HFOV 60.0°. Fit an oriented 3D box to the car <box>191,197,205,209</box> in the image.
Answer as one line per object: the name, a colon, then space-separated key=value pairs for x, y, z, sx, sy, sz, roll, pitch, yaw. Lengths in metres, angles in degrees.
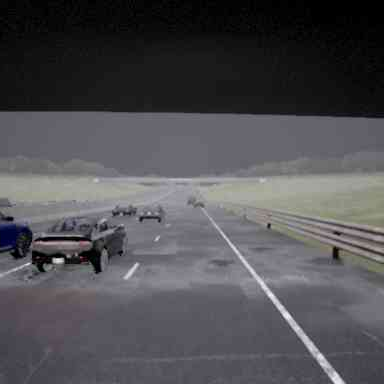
car: x=1.208 y=2.108 z=57.846 sx=1.837 sy=1.490 sz=4.892 roll=0 pitch=-1 yaw=0

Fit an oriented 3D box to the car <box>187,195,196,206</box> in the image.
car: x=-0.024 y=2.066 z=75.994 sx=2.150 sy=2.045 sz=5.566 roll=0 pitch=0 yaw=0

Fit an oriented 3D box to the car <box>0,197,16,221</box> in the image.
car: x=-17.605 y=1.458 z=28.371 sx=2.150 sy=2.045 sz=5.566 roll=0 pitch=-1 yaw=0

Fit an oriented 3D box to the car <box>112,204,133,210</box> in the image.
car: x=-6.910 y=1.908 z=34.712 sx=1.895 sy=1.301 sz=4.718 roll=0 pitch=-1 yaw=0

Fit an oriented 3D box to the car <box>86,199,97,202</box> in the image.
car: x=-21.021 y=2.295 z=69.794 sx=1.812 sy=1.442 sz=4.674 roll=0 pitch=-1 yaw=0

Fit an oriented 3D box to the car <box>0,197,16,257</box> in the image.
car: x=-6.903 y=1.277 z=9.838 sx=2.150 sy=2.045 sz=5.566 roll=0 pitch=0 yaw=0

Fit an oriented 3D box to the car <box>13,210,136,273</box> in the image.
car: x=-3.403 y=1.555 z=10.886 sx=2.128 sy=1.511 sz=4.902 roll=0 pitch=-1 yaw=0

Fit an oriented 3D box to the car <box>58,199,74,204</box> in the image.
car: x=-24.520 y=2.204 z=64.925 sx=1.837 sy=1.490 sz=4.892 roll=0 pitch=-1 yaw=0

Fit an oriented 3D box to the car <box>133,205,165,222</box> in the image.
car: x=-3.408 y=1.790 z=28.930 sx=2.033 sy=1.411 sz=5.357 roll=0 pitch=-1 yaw=0

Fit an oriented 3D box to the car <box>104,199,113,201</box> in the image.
car: x=-17.521 y=2.271 z=69.795 sx=1.837 sy=1.490 sz=4.892 roll=0 pitch=-1 yaw=0
